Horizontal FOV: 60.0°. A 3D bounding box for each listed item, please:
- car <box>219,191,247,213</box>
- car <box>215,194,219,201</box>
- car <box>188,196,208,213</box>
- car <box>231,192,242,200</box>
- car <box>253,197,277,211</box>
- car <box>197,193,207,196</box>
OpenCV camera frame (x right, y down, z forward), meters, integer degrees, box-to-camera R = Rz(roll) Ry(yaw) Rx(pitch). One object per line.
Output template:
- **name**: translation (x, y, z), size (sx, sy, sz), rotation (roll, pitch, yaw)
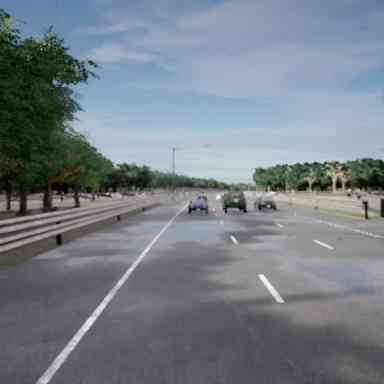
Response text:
- **car**: translation (4.174, 0.944, 33.589), size (2.150, 2.045, 5.566), rotation (0, 0, 2)
- **car**: translation (5.408, 1.006, 62.692), size (1.812, 1.442, 4.674), rotation (0, 1, 4)
- **car**: translation (0.647, 1.328, 32.827), size (1.895, 1.301, 4.718), rotation (0, 0, 2)
- **car**: translation (9.432, 0.896, 70.917), size (1.882, 1.535, 5.008), rotation (0, 0, 4)
- **car**: translation (7.757, 1.234, 35.532), size (1.812, 1.442, 4.674), rotation (0, 0, 2)
- **car**: translation (1.901, 1.002, 62.714), size (1.812, 1.442, 4.674), rotation (0, 1, 4)
